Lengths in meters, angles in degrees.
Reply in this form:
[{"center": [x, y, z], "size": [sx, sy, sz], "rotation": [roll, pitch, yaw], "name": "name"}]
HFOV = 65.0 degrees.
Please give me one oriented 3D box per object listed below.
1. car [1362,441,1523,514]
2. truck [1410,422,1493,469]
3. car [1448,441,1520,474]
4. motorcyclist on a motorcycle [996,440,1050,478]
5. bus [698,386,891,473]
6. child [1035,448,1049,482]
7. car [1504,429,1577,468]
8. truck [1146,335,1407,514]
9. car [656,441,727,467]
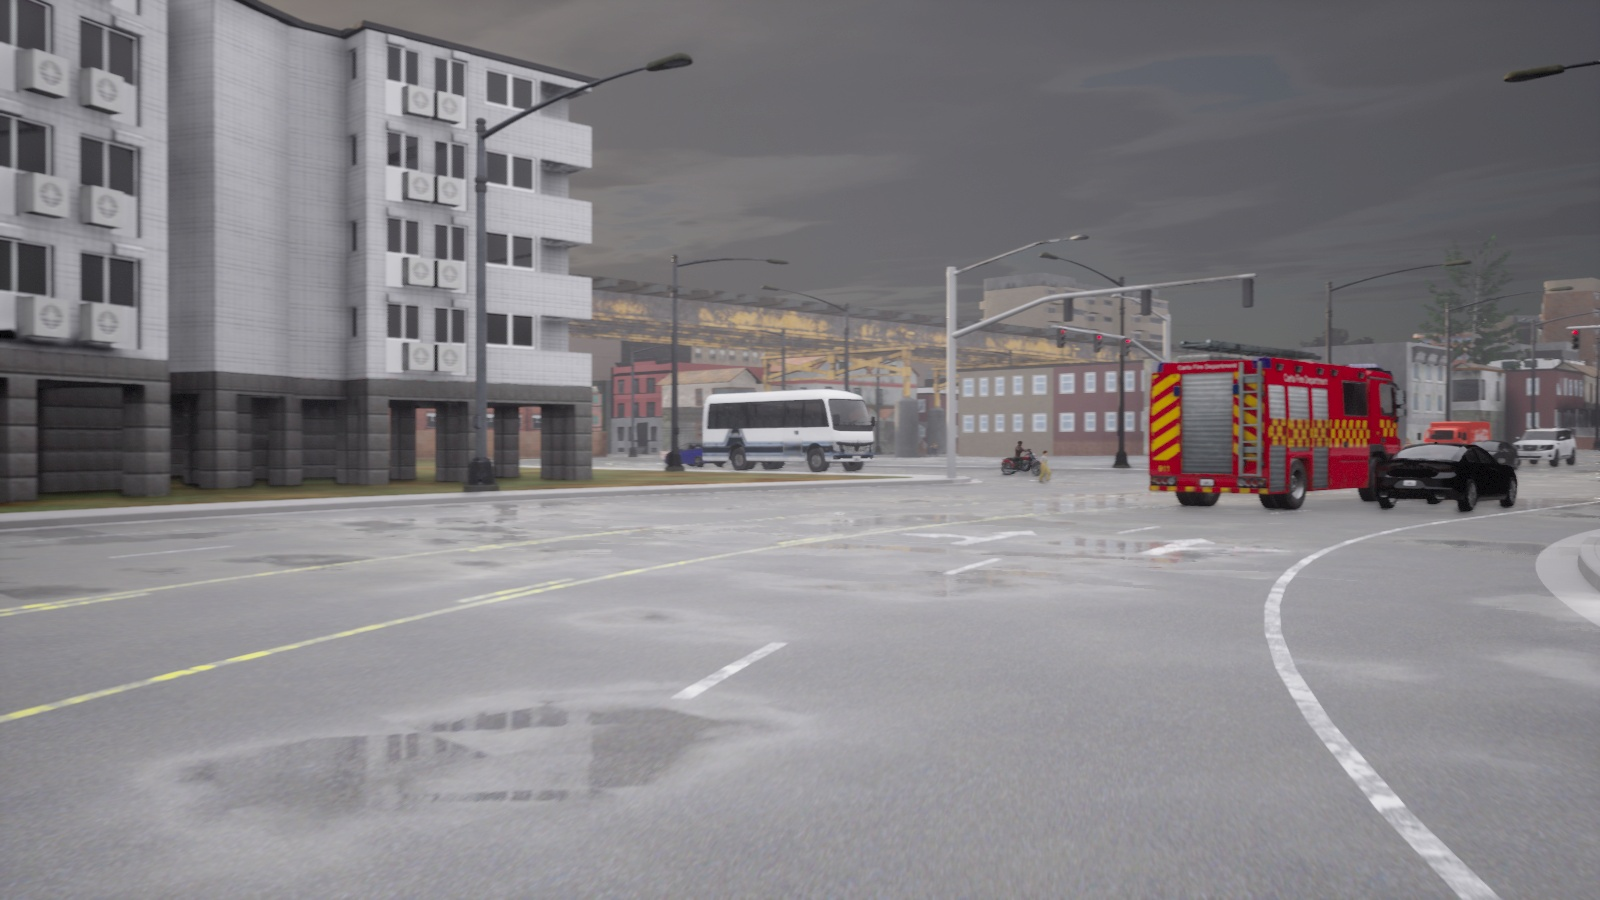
[{"center": [14.874, 0.591, 28.915], "size": [1.882, 1.535, 5.008], "rotation": [0, 0, 44], "name": "car"}, {"center": [35.957, -0.278, 69.250], "size": [2.627, 2.467, 5.204], "rotation": [0, 1, 45], "name": "truck"}, {"center": [33.917, 0.335, 62.204], "size": [1.837, 1.490, 4.892], "rotation": [0, 1, 45], "name": "car"}, {"center": [9.979, 0.398, 56.276], "size": [2.350, 1.649, 0.766], "rotation": [1, 1, 44], "name": "motorcyclist on a motorcycle"}, {"center": [-0.456, -1.005, 66.145], "size": [10.273, 4.253, 3.944], "rotation": [0, 0, 43], "name": "bus"}, {"center": [9.063, 0.573, 47.038], "size": [0.270, 1.263, 0.437], "rotation": [0, 0, -41], "name": "child"}, {"center": [40.866, -0.118, 69.239], "size": [2.150, 2.045, 5.566], "rotation": [0, 1, 45], "name": "car"}, {"center": [11.947, -0.569, 30.940], "size": [2.891, 3.827, 8.468], "rotation": [0, 0, 44], "name": "truck"}, {"center": [-6.690, 0.243, 77.165], "size": [2.007, 1.525, 4.514], "rotation": [0, 0, -43], "name": "car"}]
